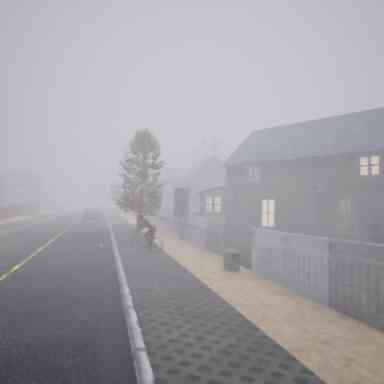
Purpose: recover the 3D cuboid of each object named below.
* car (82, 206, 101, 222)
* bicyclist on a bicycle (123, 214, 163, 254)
[{"bbox_3d":[-11.257,2.582,37.250,2.033,1.411,5.357,2,-2,-15],"label":"car"},{"bbox_3d":[-1.988,1.754,13.759,1.656,1.620,0.582,2,-2,-15],"label":"bicyclist on a bicycle"}]
